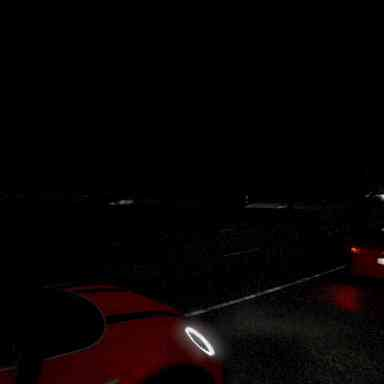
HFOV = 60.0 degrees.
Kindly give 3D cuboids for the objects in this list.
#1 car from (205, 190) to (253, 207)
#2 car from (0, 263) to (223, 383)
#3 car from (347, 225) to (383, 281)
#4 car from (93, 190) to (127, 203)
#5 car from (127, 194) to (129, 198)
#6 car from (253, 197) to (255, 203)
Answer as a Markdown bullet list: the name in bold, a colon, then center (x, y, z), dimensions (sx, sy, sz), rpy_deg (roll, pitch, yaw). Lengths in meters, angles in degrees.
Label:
- **car**: center (3.764, 0.841, 36.731), dimensions (4.902, 1.511, 2.128), rpy_deg (0, 3, 33)
- **car**: center (-1.912, 1.351, 2.571), dimensions (4.553, 1.767, 2.097), rpy_deg (0, 0, -35)
- **car**: center (5.802, 1.476, 8.665), dimensions (4.181, 1.385, 1.994), rpy_deg (-1, 1, -41)
- **car**: center (-12.039, 0.616, 46.979), dimensions (5.008, 1.535, 1.882), rpy_deg (2, 4, 33)
- **car**: center (-11.863, 0.419, 51.035), dimensions (4.892, 1.490, 1.837), rpy_deg (2, 4, 33)
- **car**: center (5.208, 0.539, 39.953), dimensions (4.553, 1.767, 2.097), rpy_deg (0, 3, 33)
